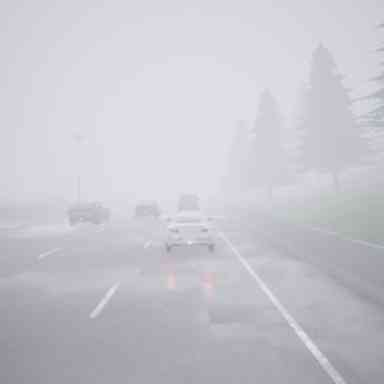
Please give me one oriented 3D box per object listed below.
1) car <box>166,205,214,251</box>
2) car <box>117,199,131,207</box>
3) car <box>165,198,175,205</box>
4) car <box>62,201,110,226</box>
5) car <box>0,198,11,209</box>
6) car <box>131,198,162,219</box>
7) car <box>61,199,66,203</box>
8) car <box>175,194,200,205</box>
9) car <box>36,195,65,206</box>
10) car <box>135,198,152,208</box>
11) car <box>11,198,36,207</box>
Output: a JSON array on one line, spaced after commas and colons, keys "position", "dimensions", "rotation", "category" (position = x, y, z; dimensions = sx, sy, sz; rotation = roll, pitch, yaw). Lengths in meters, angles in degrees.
[{"position": [-0.095, 1.506, 13.950], "dimensions": [1.812, 1.442, 4.674], "rotation": [-1, 0, 0], "category": "car"}, {"position": [-11.135, 1.810, 55.280], "dimensions": [1.994, 1.385, 4.181], "rotation": [-1, -1, -1], "category": "car"}, {"position": [-4.264, 1.867, 64.727], "dimensions": [1.994, 1.385, 4.181], "rotation": [-1, -1, -1], "category": "car"}, {"position": [-7.201, 1.530, 23.827], "dimensions": [2.128, 1.511, 4.902], "rotation": [-1, 0, -1], "category": "car"}, {"position": [-28.728, 1.729, 50.829], "dimensions": [2.097, 1.767, 4.553], "rotation": [-1, -1, 0], "category": "car"}, {"position": [-3.776, 1.482, 29.275], "dimensions": [1.882, 1.535, 5.008], "rotation": [-1, 0, -1], "category": "car"}, {"position": [-10.822, 1.608, 32.605], "dimensions": [1.812, 1.442, 4.674], "rotation": [-1, 0, -1], "category": "car"}, {"position": [-0.371, 1.210, 35.764], "dimensions": [2.150, 2.045, 5.566], "rotation": [-1, 0, -1], "category": "car"}, {"position": [-21.742, 1.537, 52.280], "dimensions": [2.150, 2.045, 5.566], "rotation": [-1, 0, 0], "category": "car"}, {"position": [-7.599, 1.727, 52.650], "dimensions": [2.033, 1.411, 5.357], "rotation": [-1, -1, -1], "category": "car"}, {"position": [-25.228, 1.905, 50.824], "dimensions": [1.994, 1.385, 4.181], "rotation": [-1, -1, 0], "category": "car"}]
